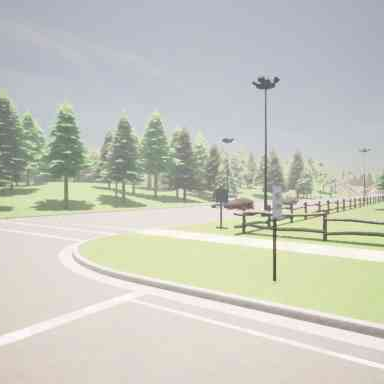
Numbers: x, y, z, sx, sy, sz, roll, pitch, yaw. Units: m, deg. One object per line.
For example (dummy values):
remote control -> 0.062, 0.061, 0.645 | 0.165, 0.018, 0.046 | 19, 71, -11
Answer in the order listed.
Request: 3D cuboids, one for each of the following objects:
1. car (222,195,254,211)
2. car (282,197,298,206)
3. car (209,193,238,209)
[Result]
car -> 6.099, 1.478, 41.666 | 1.882, 1.535, 5.008 | 0, 0, 35
car -> 16.322, 1.600, 56.050 | 2.033, 1.411, 5.357 | 0, 0, 35
car -> 4.581, 1.221, 45.594 | 2.150, 2.045, 5.566 | 0, 0, 35
